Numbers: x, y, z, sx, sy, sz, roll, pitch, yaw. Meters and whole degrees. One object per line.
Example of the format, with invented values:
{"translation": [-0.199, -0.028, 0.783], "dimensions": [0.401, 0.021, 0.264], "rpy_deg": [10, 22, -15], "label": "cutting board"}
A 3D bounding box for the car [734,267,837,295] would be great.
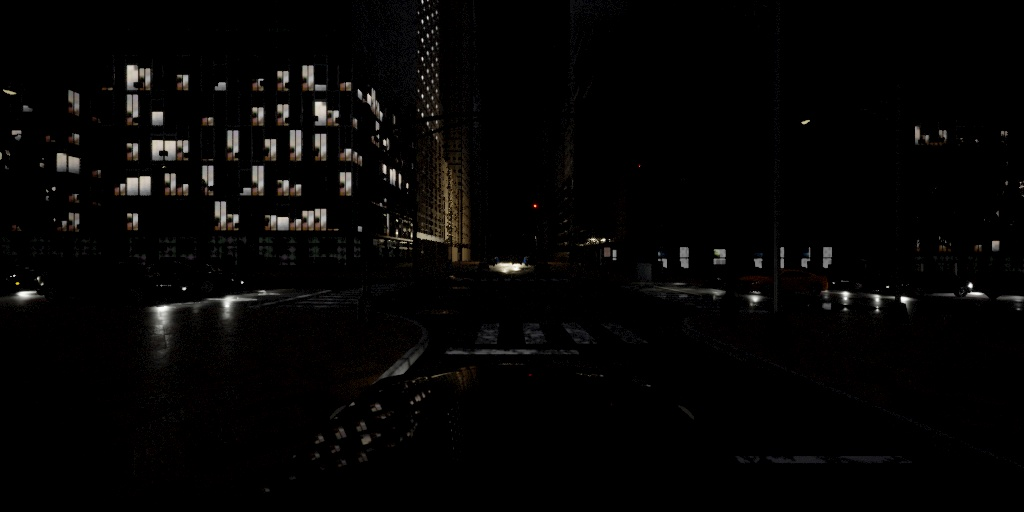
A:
{"translation": [16.729, 1.554, 22.295], "dimensions": [5.008, 1.535, 1.882], "rpy_deg": [1, 0, -3], "label": "car"}

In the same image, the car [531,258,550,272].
{"translation": [3.873, 1.329, 46.646], "dimensions": [1.948, 1.339, 4.313], "rpy_deg": [0, 0, 0], "label": "car"}

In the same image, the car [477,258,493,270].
{"translation": [-4.087, 1.342, 52.129], "dimensions": [1.802, 1.307, 4.207], "rpy_deg": [0, 0, 0], "label": "car"}

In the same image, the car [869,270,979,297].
{"translation": [26.129, 1.750, 22.743], "dimensions": [4.892, 1.490, 1.837], "rpy_deg": [1, 0, -3], "label": "car"}

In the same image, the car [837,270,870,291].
{"translation": [25.617, 1.740, 25.971], "dimensions": [4.892, 1.490, 1.837], "rpy_deg": [1, 0, -3], "label": "car"}

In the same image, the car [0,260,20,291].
{"translation": [-24.430, 0.891, 16.886], "dimensions": [4.181, 1.385, 1.994], "rpy_deg": [1, 0, -3], "label": "car"}

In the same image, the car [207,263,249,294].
{"translation": [-15.525, 0.995, 17.306], "dimensions": [4.892, 1.490, 1.837], "rpy_deg": [1, 0, -3], "label": "car"}

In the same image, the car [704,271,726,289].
{"translation": [16.320, 1.546, 25.529], "dimensions": [5.008, 1.535, 1.882], "rpy_deg": [1, 0, -3], "label": "car"}

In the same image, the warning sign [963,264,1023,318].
{"translation": [17.261, 1.204, 12.860], "dimensions": [1.060, 1.860, 1.300], "rpy_deg": [0, 0, -3], "label": "warning sign"}

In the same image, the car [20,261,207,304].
{"translation": [-15.373, 0.998, 14.059], "dimensions": [4.892, 1.490, 1.837], "rpy_deg": [1, 0, -3], "label": "car"}

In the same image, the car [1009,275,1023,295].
{"translation": [35.915, 2.021, 23.201], "dimensions": [4.718, 1.301, 1.895], "rpy_deg": [1, 0, -3], "label": "car"}
